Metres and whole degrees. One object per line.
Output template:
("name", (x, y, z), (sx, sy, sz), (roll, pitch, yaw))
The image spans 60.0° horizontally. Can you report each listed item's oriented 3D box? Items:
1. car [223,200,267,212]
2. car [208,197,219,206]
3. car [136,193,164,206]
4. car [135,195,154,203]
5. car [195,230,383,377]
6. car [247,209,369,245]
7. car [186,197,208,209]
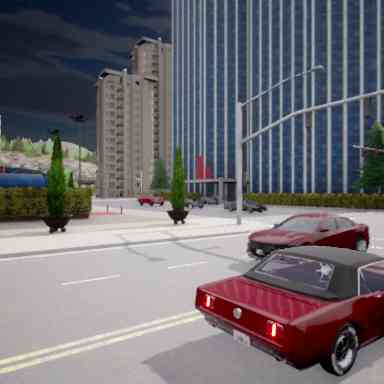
("car", (5.765, 1.537, 36.677), (2.033, 1.411, 5.357), (0, 0, -36))
("car", (2.228, 1.478, 53.782), (2.128, 1.511, 4.902), (0, 0, -36))
("car", (-6.610, 1.211, 53.741), (2.150, 2.045, 5.566), (0, 0, -36))
("car", (-10.155, 1.498, 70.721), (2.128, 1.511, 4.902), (0, 0, -36))
("car", (2.459, 1.599, 5.563), (4.718, 1.301, 1.895), (0, 0, -35))
("car", (4.018, 1.474, 11.186), (5.008, 1.535, 1.882), (0, 0, -36))
("car", (-0.340, 1.494, 45.082), (1.837, 1.490, 4.892), (0, 0, -36))
